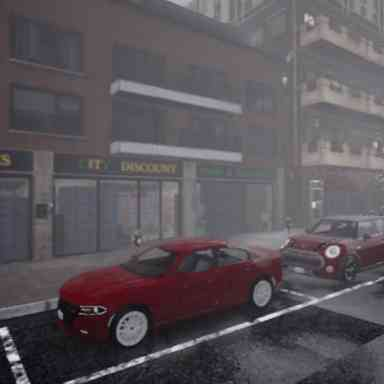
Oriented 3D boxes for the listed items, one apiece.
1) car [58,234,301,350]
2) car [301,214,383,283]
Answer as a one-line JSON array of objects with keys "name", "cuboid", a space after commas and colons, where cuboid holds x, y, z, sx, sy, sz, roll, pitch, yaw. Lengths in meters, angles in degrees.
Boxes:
[{"name": "car", "cuboid": [-0.171, 1.600, 6.380, 4.507, 1.381, 1.887, -1, 1, -35]}, {"name": "car", "cuboid": [4.350, 1.425, 9.590, 4.097, 1.590, 1.967, -1, 1, -35]}]
